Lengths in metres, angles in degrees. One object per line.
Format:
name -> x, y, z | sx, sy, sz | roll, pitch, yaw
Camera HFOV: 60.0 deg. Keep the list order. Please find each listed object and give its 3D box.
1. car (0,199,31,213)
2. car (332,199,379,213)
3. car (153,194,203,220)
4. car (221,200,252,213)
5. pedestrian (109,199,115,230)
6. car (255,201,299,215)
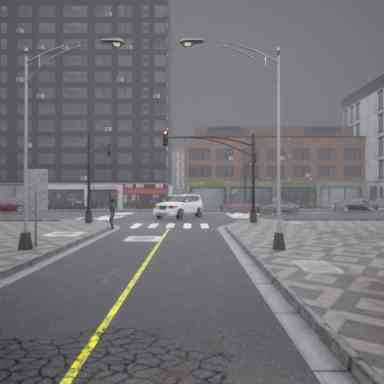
car -> -20.148, 1.575, 37.174 | 5.008, 1.535, 1.882 | 0, 0, 0
car -> 18.167, 1.515, 37.106 | 4.902, 1.511, 2.128 | 0, 0, 0
car -> -1.024, 1.205, 27.963 | 2.150, 2.045, 5.566 | -1, -1, 28
car -> 5.333, 1.613, 37.131 | 4.181, 1.385, 1.994 | 0, 0, 0
pedestrian -> -4.734, 1.307, 19.588 | 0.375, 1.860, 0.375 | 0, 0, 0
car -> 8.656, 1.575, 33.723 | 4.181, 1.385, 1.994 | 0, 0, -3
